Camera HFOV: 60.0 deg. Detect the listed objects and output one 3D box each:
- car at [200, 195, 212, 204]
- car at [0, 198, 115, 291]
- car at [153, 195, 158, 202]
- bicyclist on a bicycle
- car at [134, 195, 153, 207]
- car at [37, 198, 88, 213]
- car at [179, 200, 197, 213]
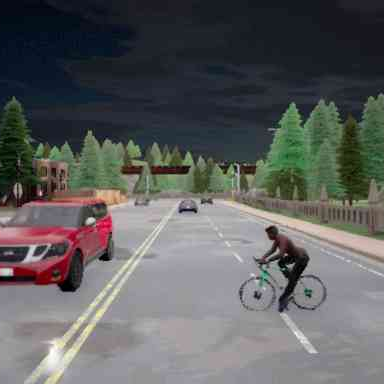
[{"bbox_3d":[2.680,1.354,62.958,2.097,1.767,4.553,0,0,-1],"label":"car"},{"bbox_3d":[-3.701,1.221,9.312,2.150,2.045,5.566,0,0,-1],"label":"car"},{"bbox_3d":[-8.001,1.357,68.261,1.994,1.385,4.181,0,0,-1],"label":"car"},{"bbox_3d":[1.692,1.453,6.259,1.656,1.620,0.582,-2,0,-1],"label":"bicyclist on a bicycle"},{"bbox_3d":[-7.847,1.490,51.941,2.128,1.511,4.902,0,0,-1],"label":"car"},{"bbox_3d":[-14.290,1.474,36.970,4.892,1.490,1.837,0,4,-6],"label":"car"},{"bbox_3d":[-0.445,1.563,37.655,1.994,1.385,4.181,0,0,-1],"label":"car"}]
